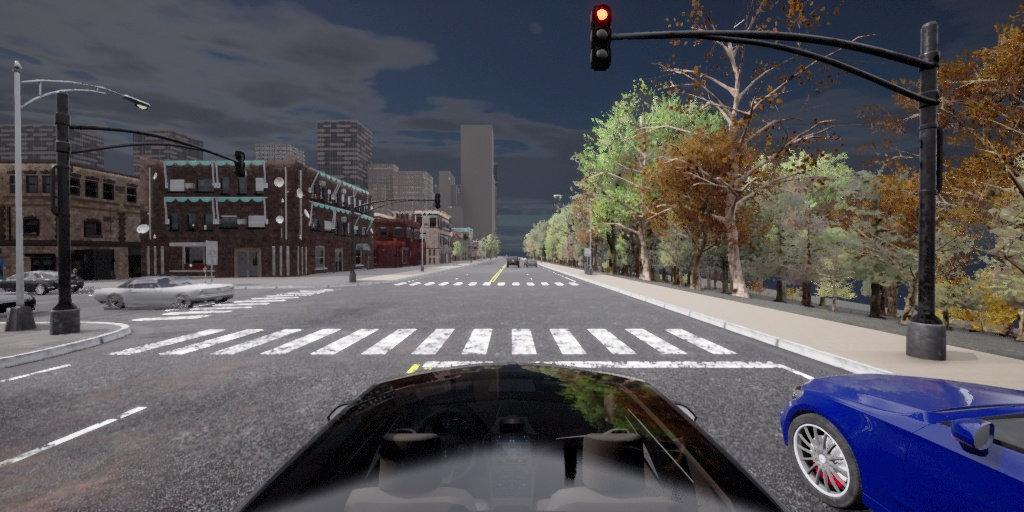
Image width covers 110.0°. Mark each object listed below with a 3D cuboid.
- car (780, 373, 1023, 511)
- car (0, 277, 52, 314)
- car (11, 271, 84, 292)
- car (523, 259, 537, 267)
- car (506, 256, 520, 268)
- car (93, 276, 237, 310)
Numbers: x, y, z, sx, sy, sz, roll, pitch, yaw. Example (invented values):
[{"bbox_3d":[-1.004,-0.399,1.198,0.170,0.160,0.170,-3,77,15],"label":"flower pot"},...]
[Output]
[{"bbox_3d":[3.346,1.276,1.351,1.812,1.442,4.674,0,0,2],"label":"car"},{"bbox_3d":[-19.926,1.565,12.792,4.313,1.339,1.948,0,0,0],"label":"car"},{"bbox_3d":[-28.242,1.560,21.321,4.403,1.370,2.007,0,0,0],"label":"car"},{"bbox_3d":[3.470,1.218,63.895,2.128,1.511,4.902,0,0,0],"label":"car"},{"bbox_3d":[0.216,0.949,62.856,2.150,2.045,5.566,0,0,1],"label":"car"},{"bbox_3d":[-14.574,1.511,15.251,4.718,1.301,1.895,-1,1,4],"label":"car"}]
